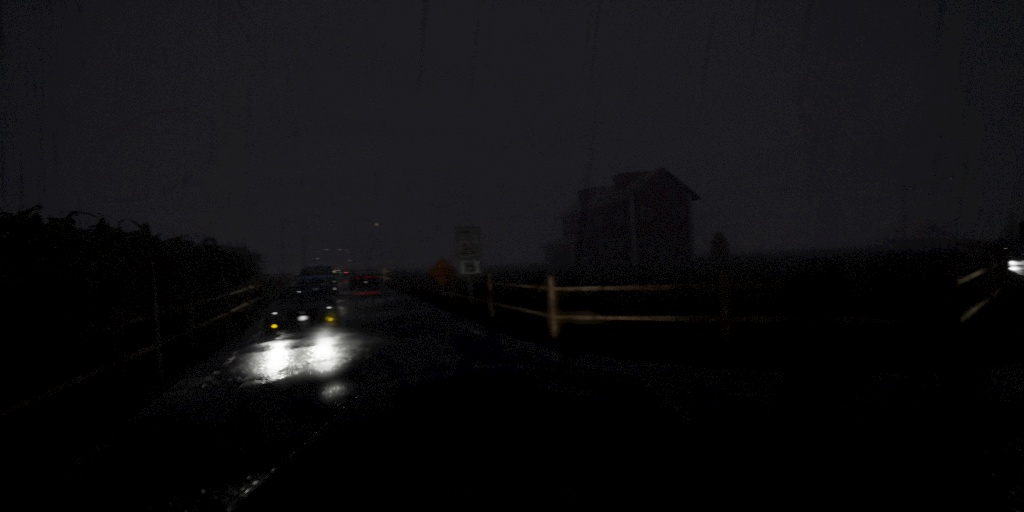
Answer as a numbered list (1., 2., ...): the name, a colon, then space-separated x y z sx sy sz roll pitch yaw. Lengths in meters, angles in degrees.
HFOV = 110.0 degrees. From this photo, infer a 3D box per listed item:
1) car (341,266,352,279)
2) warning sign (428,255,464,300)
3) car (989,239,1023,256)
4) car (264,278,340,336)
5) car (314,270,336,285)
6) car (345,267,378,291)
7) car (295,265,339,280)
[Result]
1. car: -22.681 2.387 50.099 1.837 1.490 4.892 -3 0 -26
2. warning sign: -3.095 0.991 16.258 1.300 1.860 1.060 0 0 -27
3. car: 34.550 -0.523 24.572 4.718 1.301 1.895 -3 0 -44
4. car: -7.053 1.685 12.260 1.994 1.385 4.181 -3 0 -28
5. car: -21.602 2.401 41.573 2.033 1.411 5.357 -3 0 -26
6. car: -11.820 1.814 28.390 1.882 1.535 5.008 -3 0 -27
7. car: -12.538 1.620 23.213 2.150 2.045 5.566 -3 0 -27
